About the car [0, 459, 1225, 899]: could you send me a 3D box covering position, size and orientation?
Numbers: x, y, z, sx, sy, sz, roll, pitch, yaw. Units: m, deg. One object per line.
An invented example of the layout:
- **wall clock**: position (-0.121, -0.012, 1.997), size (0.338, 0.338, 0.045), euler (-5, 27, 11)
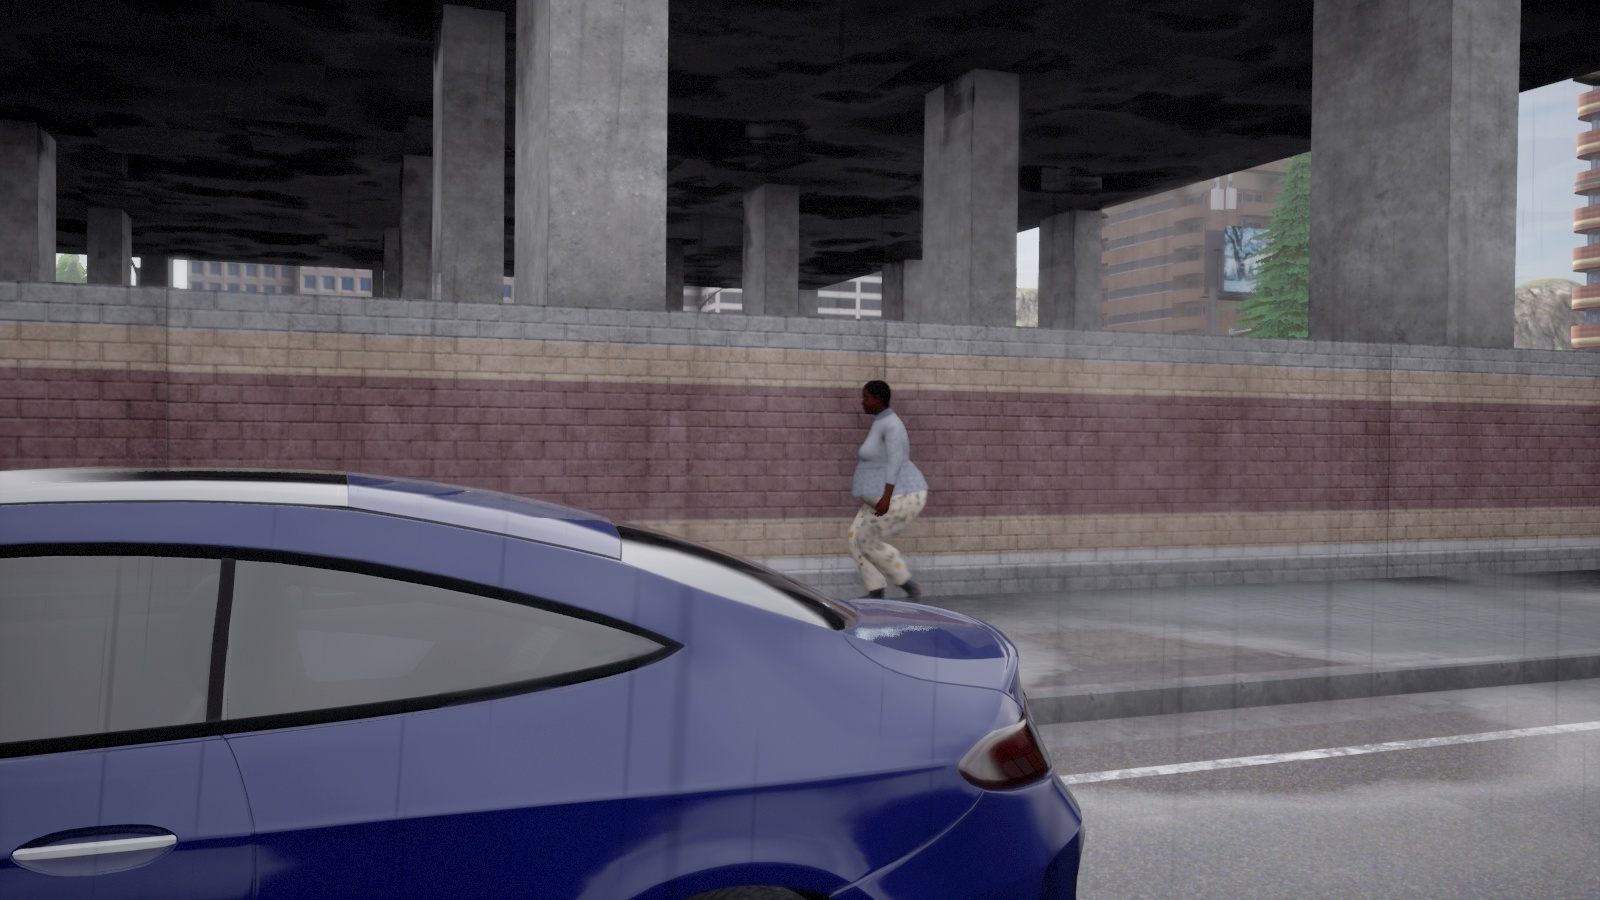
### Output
- **car**: position (-1.621, 0.799, 2.622), size (4.674, 1.442, 1.812), euler (-1, 1, -21)

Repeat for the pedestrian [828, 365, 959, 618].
- **pedestrian**: position (0.699, 0.297, 9.683), size (0.900, 1.855, 0.874), euler (-1, 1, -2)
